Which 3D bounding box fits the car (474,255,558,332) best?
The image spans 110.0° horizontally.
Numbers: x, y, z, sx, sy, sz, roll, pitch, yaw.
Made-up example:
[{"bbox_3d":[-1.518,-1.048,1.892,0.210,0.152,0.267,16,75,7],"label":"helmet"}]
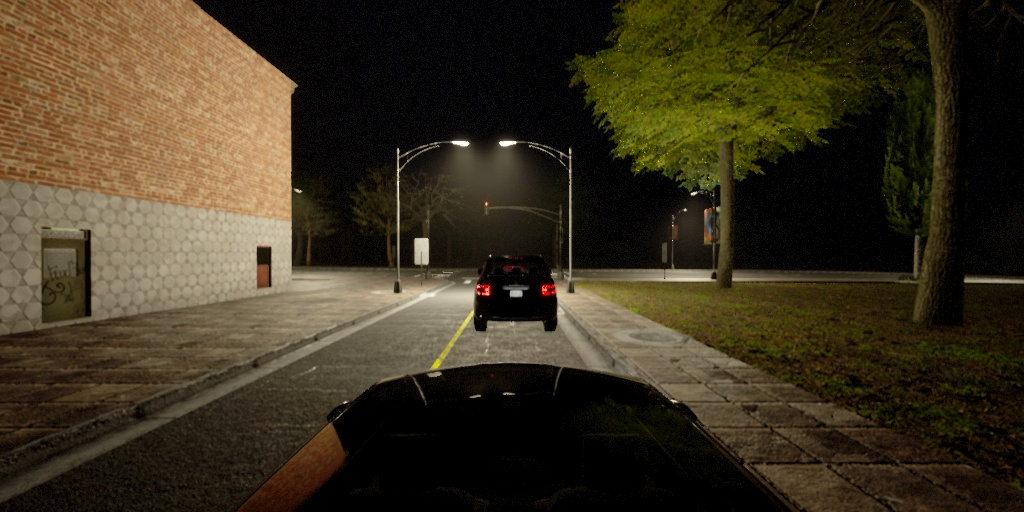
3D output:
[{"bbox_3d":[0.085,0.983,11.084,2.150,2.045,5.566,0,0,0],"label":"car"}]
